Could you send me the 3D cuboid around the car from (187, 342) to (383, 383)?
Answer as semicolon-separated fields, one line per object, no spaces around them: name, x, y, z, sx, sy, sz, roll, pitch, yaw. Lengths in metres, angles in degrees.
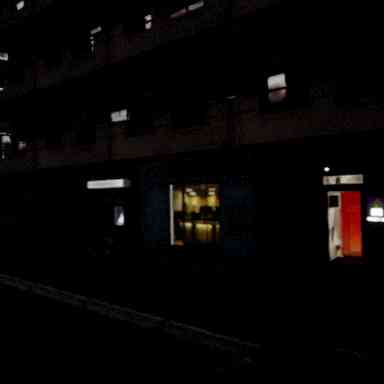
car;1.885;1.538;1.543;4.507;1.381;1.887;-1;-1;35
